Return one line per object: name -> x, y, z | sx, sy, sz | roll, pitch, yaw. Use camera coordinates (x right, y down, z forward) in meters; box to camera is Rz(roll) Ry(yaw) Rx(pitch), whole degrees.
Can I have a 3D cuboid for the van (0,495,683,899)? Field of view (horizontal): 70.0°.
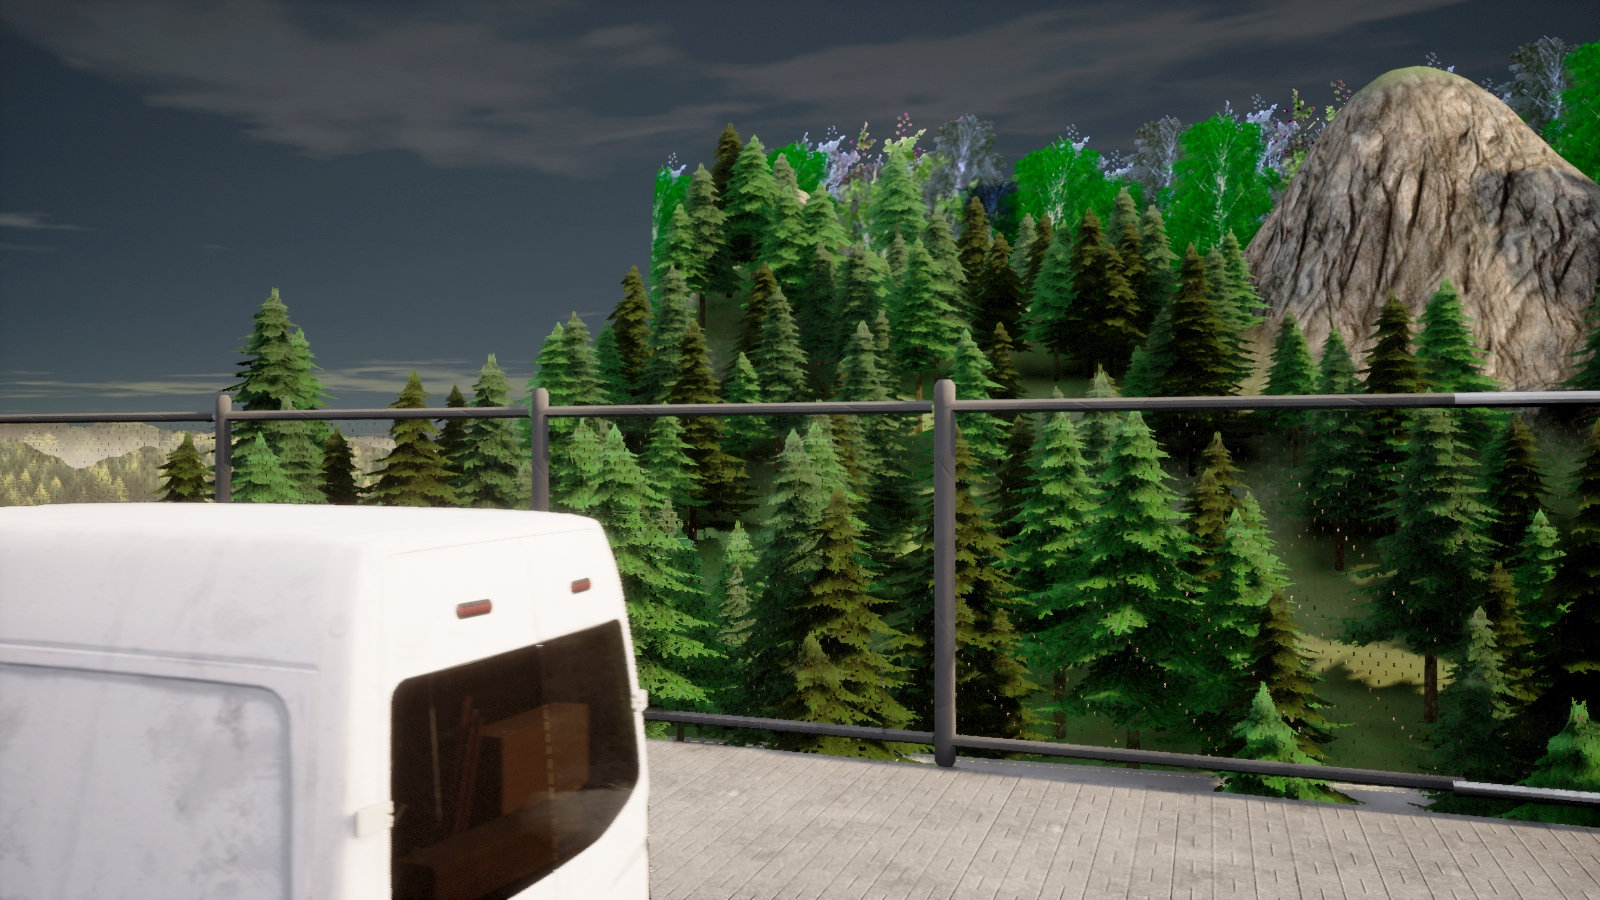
van -> -3.634, 1.534, 5.092 | 5.915, 2.561, 1.988 | 0, 0, 20
